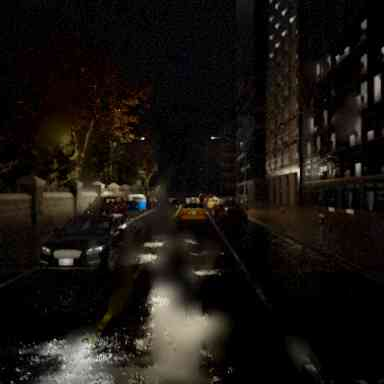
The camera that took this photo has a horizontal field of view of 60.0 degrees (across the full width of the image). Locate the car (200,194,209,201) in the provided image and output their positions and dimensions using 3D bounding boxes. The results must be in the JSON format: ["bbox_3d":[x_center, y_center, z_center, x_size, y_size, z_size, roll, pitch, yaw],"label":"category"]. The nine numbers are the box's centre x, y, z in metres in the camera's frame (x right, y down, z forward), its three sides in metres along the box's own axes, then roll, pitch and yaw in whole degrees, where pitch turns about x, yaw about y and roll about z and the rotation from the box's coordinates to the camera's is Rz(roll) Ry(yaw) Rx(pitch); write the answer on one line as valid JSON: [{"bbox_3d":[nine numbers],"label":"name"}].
[{"bbox_3d":[2.714,1.153,72.918,1.887,1.381,4.507,1,0,0],"label":"car"}]

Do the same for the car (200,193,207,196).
[{"bbox_3d":[2.710,1.187,50.447,1.967,1.590,4.097,1,0,0],"label":"car"}]

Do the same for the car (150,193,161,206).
[{"bbox_3d":[-5.669,1.062,50.489,2.192,1.841,5.009,1,0,0],"label":"car"}]

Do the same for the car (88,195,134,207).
[{"bbox_3d":[-5.675,1.211,22.420,2.192,1.841,5.009,1,0,0],"label":"car"}]

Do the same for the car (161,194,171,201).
[{"bbox_3d":[-5.667,1.134,72.775,1.752,1.417,4.829,1,0,0],"label":"car"}]

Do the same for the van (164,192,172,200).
[{"bbox_3d":[-5.663,0.913,78.558,1.690,1.788,3.998,1,0,0],"label":"van"}]

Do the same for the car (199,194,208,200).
[{"bbox_3d":[2.715,1.116,78.534,1.887,1.381,4.507,1,0,0],"label":"car"}]

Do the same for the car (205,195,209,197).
[{"bbox_3d":[2.706,1.333,39.382,1.752,1.417,4.829,1,0,0],"label":"car"}]

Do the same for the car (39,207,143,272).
[{"bbox_3d":[-3.096,1.444,10.635,2.128,1.511,4.902,0,0,0],"label":"car"}]

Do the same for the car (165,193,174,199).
[{"bbox_3d":[-5.663,0.975,84.172,1.967,1.590,4.097,1,0,0],"label":"car"}]

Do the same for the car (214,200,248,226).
[{"bbox_3d":[2.702,1.478,22.360,1.802,1.307,4.206,1,0,0],"label":"car"}]

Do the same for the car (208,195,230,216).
[{"bbox_3d":[2.705,1.307,27.977,1.967,1.590,4.097,1,0,0],"label":"car"}]

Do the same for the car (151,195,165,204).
[{"bbox_3d":[-5.671,1.258,56.104,1.887,1.381,4.507,1,0,0],"label":"car"}]

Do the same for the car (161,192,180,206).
[{"bbox_3d":[-3.071,0.968,50.532,2.150,2.045,5.566,0,0,0],"label":"car"}]

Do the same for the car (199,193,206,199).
[{"bbox_3d":[2.717,1.021,89.938,1.752,1.417,4.829,1,0,0],"label":"car"}]

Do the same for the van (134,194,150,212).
[{"bbox_3d":[-5.673,1.179,33.647,1.690,1.788,3.998,1,0,0],"label":"van"}]

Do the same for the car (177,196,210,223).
[{"bbox_3d":[0.105,1.341,24.461,1.801,1.575,5.366,0,0,0],"label":"car"}]

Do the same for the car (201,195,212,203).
[{"bbox_3d":[2.711,1.224,61.682,1.887,1.381,4.507,1,0,0],"label":"car"}]
